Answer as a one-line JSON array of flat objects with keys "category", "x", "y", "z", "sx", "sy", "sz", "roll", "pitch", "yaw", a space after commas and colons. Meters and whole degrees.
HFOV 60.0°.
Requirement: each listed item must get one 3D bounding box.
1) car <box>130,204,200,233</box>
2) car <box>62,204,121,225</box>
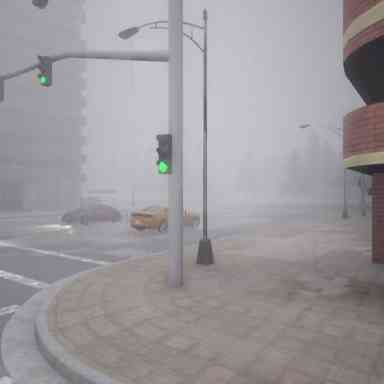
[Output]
[{"category": "car", "x": -1.456, "y": 1.477, "z": 19.820, "sx": 1.882, "sy": 1.535, "sz": 5.008, "roll": 0, "pitch": 0, "yaw": 36}, {"category": "car", "x": -7.213, "y": 1.564, "z": 24.116, "sx": 1.994, "sy": 1.385, "sz": 4.181, "roll": 0, "pitch": 0, "yaw": 36}]
